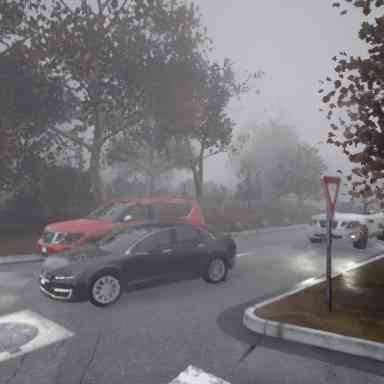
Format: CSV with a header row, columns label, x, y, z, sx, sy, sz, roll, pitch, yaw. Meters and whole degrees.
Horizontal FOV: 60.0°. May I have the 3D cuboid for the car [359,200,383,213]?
label,x,y,z,sx,sy,sz,roll,pitch,yaw
car,24.613,1.933,45.472,1.882,1.535,5.008,0,0,9

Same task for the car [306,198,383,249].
label,x,y,z,sx,sy,sz,roll,pitch,yaw
car,7.440,1.328,15.516,2.150,2.045,5.566,0,0,45

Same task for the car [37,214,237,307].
label,x,y,z,sx,sy,sz,roll,pitch,yaw
car,-1.035,1.509,8.082,4.892,1.490,1.837,0,0,-38

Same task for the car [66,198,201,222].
label,x,y,z,sx,sy,sz,roll,pitch,yaw
car,-1.971,1.230,10.903,5.566,2.045,2.150,0,0,-42

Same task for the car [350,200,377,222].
label,x,y,z,sx,sy,sz,roll,pitch,yaw
car,16.123,1.711,31.305,2.097,1.767,4.553,0,-1,28

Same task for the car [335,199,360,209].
label,x,y,z,sx,sy,sz,roll,pitch,yaw
car,21.401,1.621,45.967,1.895,1.301,4.718,0,0,9
